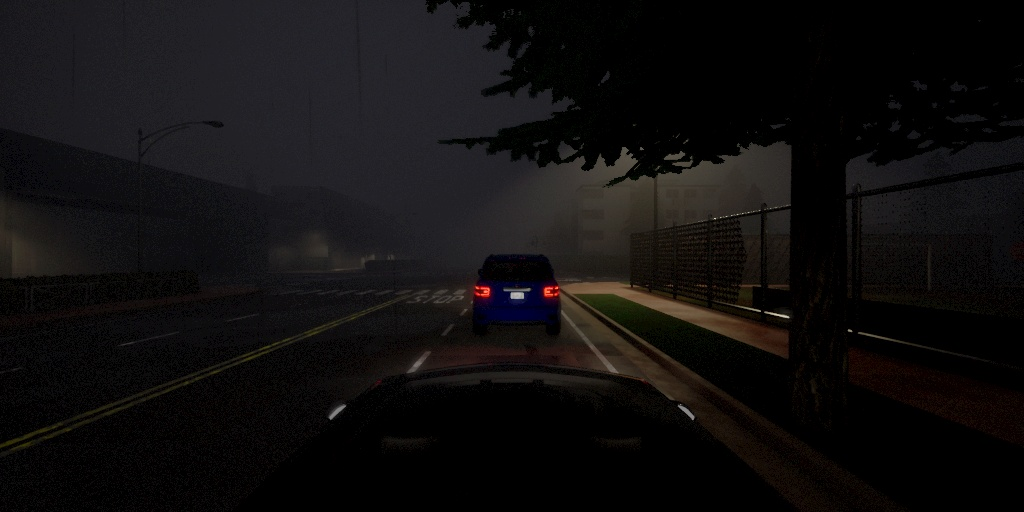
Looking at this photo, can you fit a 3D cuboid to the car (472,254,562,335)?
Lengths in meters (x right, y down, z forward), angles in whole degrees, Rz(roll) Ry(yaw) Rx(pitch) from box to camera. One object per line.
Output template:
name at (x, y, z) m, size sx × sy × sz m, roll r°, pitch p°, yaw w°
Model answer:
car at (0.123, 0.971, 10.622) m, size 2.150 × 2.045 × 5.566 m, roll 0°, pitch 0°, yaw 0°

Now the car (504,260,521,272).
car at (0.061, 1.240, 46.452) m, size 2.128 × 1.511 × 4.902 m, roll 0°, pitch 0°, yaw -1°
